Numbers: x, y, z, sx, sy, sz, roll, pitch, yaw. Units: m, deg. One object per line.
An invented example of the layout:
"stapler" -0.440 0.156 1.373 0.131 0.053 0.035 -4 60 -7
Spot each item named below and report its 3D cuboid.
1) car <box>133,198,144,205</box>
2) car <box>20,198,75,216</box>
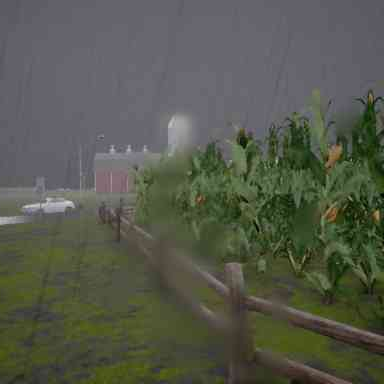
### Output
"car" -5.419 1.032 41.116 1.994 1.385 4.181 -1 1 27
"car" -12.311 1.239 28.706 1.812 1.442 4.674 -1 1 31
